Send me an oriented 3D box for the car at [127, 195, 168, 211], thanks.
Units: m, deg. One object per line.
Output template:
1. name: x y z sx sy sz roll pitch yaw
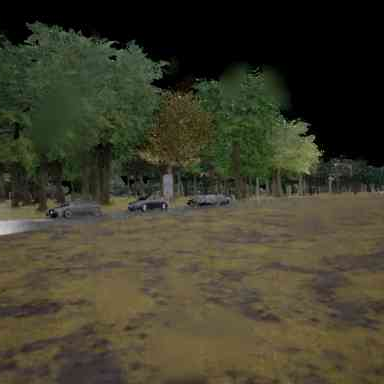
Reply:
1. car: -4.466 1.133 33.824 1.837 1.490 4.892 -3 -1 35

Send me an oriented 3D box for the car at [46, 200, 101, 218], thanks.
1. car: -9.453 1.330 26.739 1.994 1.385 4.181 -3 -1 36

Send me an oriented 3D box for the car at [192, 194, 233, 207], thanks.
1. car: 2.672 0.931 37.515 2.033 1.411 5.357 -3 -1 35

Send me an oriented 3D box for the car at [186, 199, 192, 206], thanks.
1. car: 1.479 1.019 42.220 2.033 1.411 5.357 -3 -1 35
